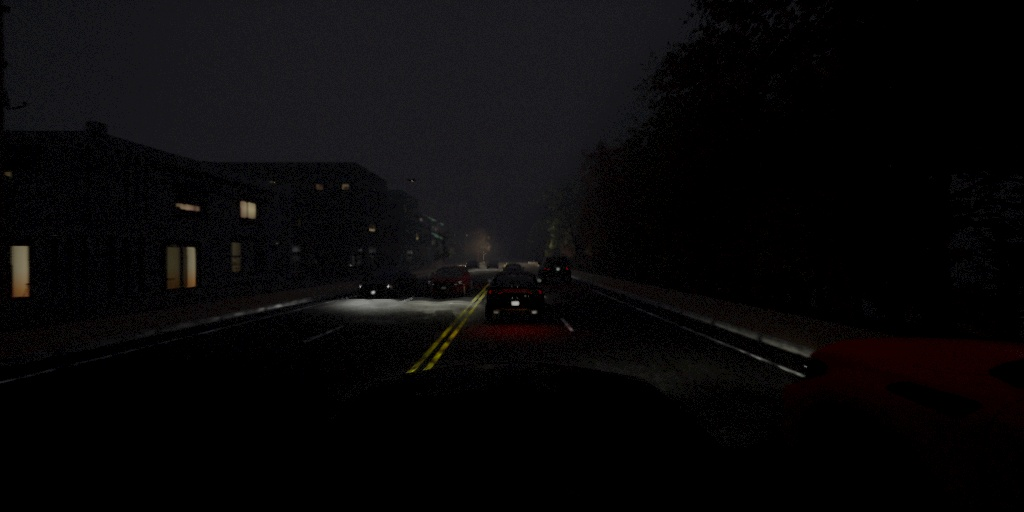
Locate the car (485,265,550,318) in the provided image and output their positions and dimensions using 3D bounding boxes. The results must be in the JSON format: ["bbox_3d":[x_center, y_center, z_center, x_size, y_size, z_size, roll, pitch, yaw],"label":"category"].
[{"bbox_3d":[0.102,1.267,13.147,1.882,1.535,5.008,0,0,0],"label":"car"}]

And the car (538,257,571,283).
[{"bbox_3d":[3.358,1.064,28.779,2.150,2.045,5.566,0,0,0],"label":"car"}]

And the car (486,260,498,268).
[{"bbox_3d":[-3.277,1.477,60.846,1.812,1.442,4.674,0,0,1],"label":"car"}]

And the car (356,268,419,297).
[{"bbox_3d":[-6.596,1.359,19.695,2.033,1.411,5.357,0,0,0],"label":"car"}]

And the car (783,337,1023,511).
[{"bbox_3d":[3.330,0.970,0.598,2.150,2.045,5.566,0,0,0],"label":"car"}]

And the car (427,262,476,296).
[{"bbox_3d":[-3.344,1.290,20.010,1.882,1.535,5.008,0,0,0],"label":"car"}]

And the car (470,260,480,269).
[{"bbox_3d":[-6.526,1.455,60.842,1.837,1.490,4.892,0,0,1],"label":"car"}]
